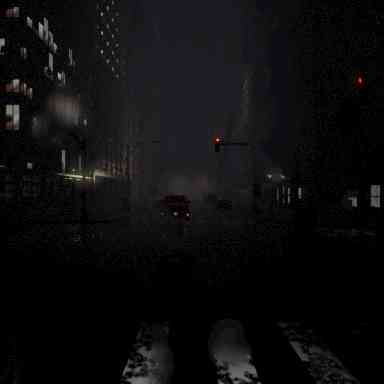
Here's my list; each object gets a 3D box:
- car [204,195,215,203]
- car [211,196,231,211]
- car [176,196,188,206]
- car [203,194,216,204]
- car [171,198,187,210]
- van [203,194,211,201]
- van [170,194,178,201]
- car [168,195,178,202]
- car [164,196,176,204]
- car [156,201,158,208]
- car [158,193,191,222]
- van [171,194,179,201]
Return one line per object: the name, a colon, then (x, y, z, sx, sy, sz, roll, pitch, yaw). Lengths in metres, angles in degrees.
car: (3.628, 1.432, 69.407, 1.967, 1.590, 4.097, 0, 0, 0)
car: (3.847, 1.579, 41.770, 1.947, 1.339, 4.313, 0, 0, 0)
car: (-1.691, 1.529, 57.837, 1.812, 1.442, 4.674, 0, 0, 0)
car: (3.662, 1.313, 63.878, 2.192, 1.841, 5.009, 0, 0, 0)
car: (-1.626, 1.576, 43.469, 1.994, 1.385, 4.181, 0, 0, 0)
van: (3.560, 1.321, 80.461, 1.690, 1.788, 3.998, 0, 0, 0)
van: (-4.320, 1.321, 80.413, 1.690, 1.788, 3.998, 0, 0, 0)
car: (-4.286, 1.426, 74.886, 1.967, 1.590, 4.097, 0, 0, 0)
car: (-4.218, 1.564, 63.830, 1.947, 1.339, 4.313, 0, 0, 0)
car: (-4.117, 1.593, 47.248, 1.802, 1.307, 4.206, 0, 0, 0)
car: (-1.331, 1.241, 26.982, 2.150, 2.045, 5.566, 0, 0, -3)
van: (-4.354, 1.315, 85.940, 1.690, 1.788, 3.998, 0, 0, 0)
